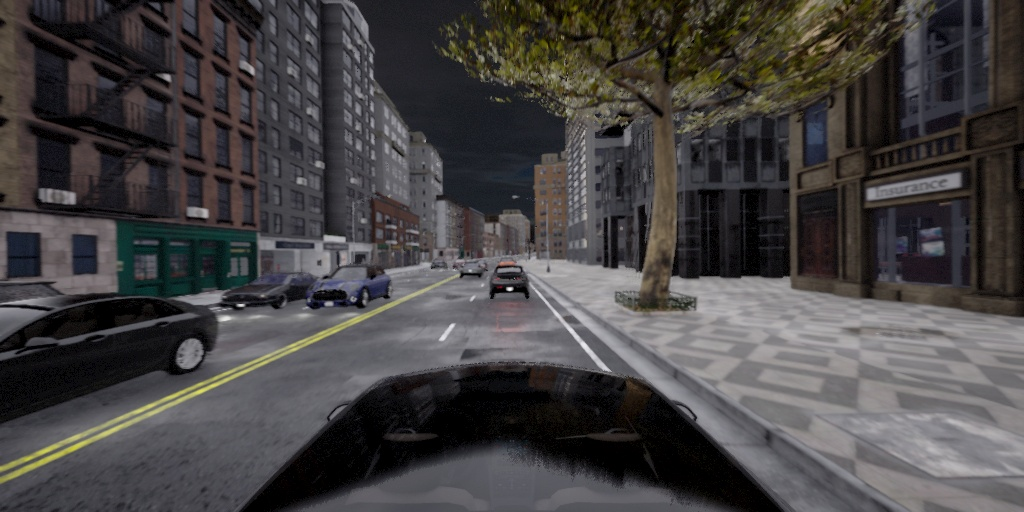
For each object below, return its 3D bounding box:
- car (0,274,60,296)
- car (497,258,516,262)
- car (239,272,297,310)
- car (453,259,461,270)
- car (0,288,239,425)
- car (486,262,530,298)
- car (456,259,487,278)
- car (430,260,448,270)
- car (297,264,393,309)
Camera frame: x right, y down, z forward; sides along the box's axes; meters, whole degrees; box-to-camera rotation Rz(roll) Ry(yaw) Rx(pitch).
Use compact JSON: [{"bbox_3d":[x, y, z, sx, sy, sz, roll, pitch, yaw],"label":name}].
[{"bbox_3d":[-9.867,1.252,5.644,2.097,1.767,4.553,-1,0,-1],"label":"car"},{"bbox_3d":[-0.571,0.959,40.297,2.097,1.767,4.553,-1,0,-1],"label":"car"},{"bbox_3d":[-10.047,1.421,15.863,2.033,1.411,5.357,-1,0,-1],"label":"car"},{"bbox_3d":[-7.459,1.180,52.319,1.812,1.442,4.674,-1,0,-1],"label":"car"},{"bbox_3d":[-6.601,1.355,4.973,1.837,1.490,4.892,-1,0,-1],"label":"car"},{"bbox_3d":[-0.148,1.209,18.123,1.837,1.490,4.892,-1,0,-1],"label":"car"},{"bbox_3d":[-3.688,1.258,33.532,1.994,1.385,4.181,-1,0,-1],"label":"car"},{"bbox_3d":[-10.714,1.268,52.757,1.994,1.385,4.181,-1,0,-1],"label":"car"},{"bbox_3d":[-6.789,1.175,15.456,2.097,1.767,4.553,-1,0,-1],"label":"car"}]
